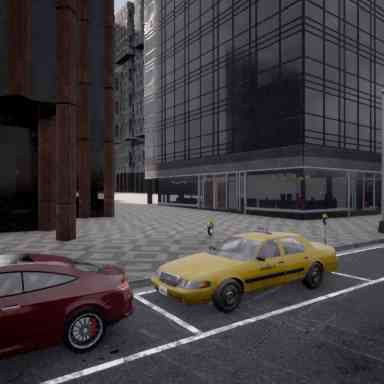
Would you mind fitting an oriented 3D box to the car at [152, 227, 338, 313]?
[{"bbox_3d":[1.419,1.525,7.644,4.829,1.417,1.752,0,0,-35],"label":"car"}]

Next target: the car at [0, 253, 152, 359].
[{"bbox_3d":[-2.879,1.582,4.596,4.206,1.307,1.802,0,0,-35],"label":"car"}]
